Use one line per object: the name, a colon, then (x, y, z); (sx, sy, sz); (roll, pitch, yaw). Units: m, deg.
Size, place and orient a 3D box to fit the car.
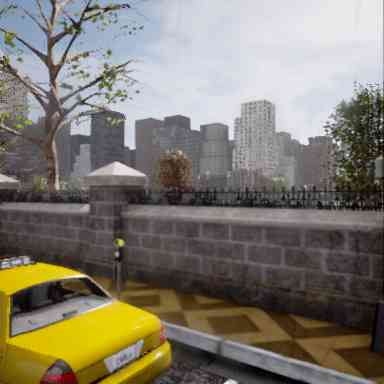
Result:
car: (-2.532, 1.556, 4.523); (4.829, 1.417, 1.752); (0, 0, 35)
